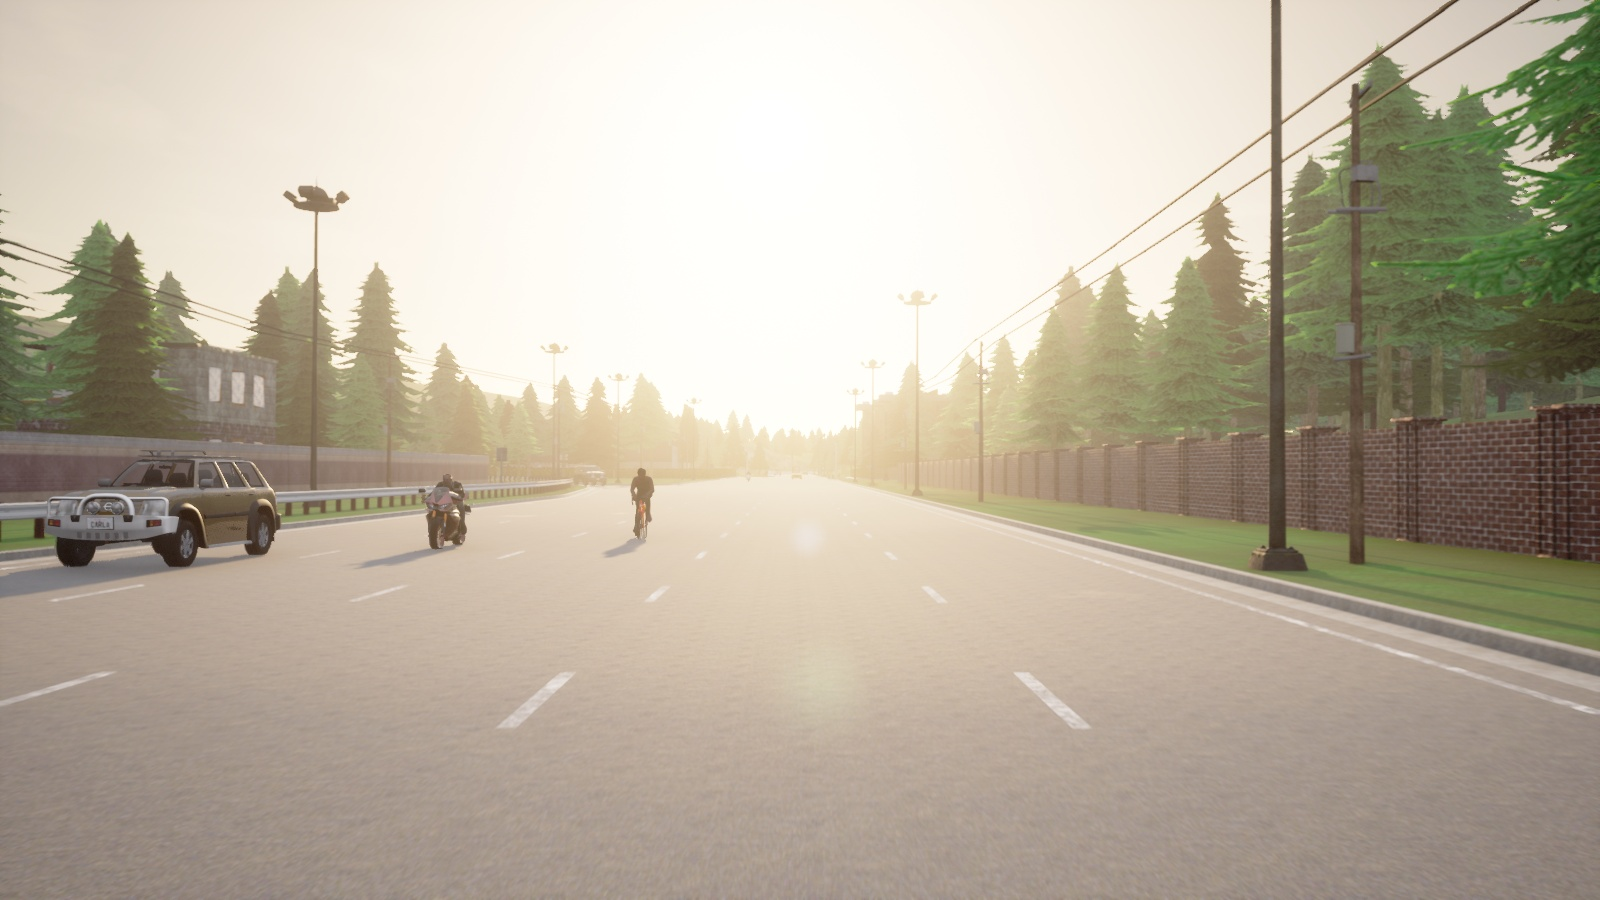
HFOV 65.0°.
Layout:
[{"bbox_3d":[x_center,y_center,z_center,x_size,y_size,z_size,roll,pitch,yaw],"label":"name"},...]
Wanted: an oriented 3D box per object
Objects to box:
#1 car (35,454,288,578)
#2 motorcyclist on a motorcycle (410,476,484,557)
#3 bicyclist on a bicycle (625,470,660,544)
[{"bbox_3d":[-10.552,1.028,21.202,1.932,1.855,4.605,0,-1,0],"label":"car"},{"bbox_3d":[-7.061,1.300,25.235,0.866,1.530,2.191,0,-1,0],"label":"motorcyclist on a motorcycle"},{"bbox_3d":[-3.562,1.258,28.440,0.582,1.620,1.656,0,-1,0],"label":"bicyclist on a bicycle"}]
